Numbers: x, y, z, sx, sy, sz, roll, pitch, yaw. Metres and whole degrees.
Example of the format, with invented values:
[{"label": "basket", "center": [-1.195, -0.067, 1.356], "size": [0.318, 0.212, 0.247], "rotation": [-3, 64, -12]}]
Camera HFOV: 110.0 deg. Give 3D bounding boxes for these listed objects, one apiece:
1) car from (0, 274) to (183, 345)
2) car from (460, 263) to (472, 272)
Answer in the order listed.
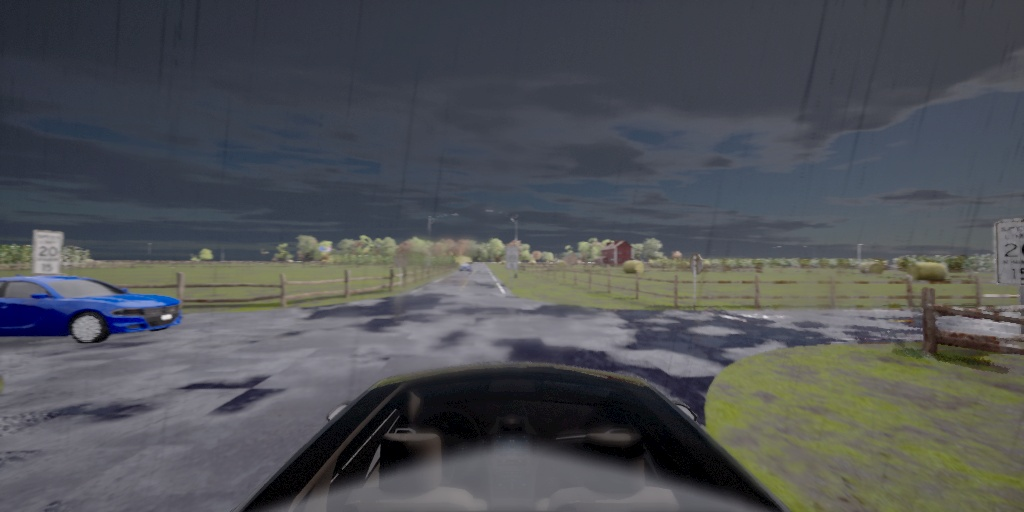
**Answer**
[{"label": "car", "center": [-11.047, 1.218, 8.682], "size": [5.008, 1.535, 1.882], "rotation": [1, -2, -5]}, {"label": "car", "center": [-7.847, 1.986, 61.052], "size": [1.812, 1.442, 4.674], "rotation": [1, -1, -5]}]
